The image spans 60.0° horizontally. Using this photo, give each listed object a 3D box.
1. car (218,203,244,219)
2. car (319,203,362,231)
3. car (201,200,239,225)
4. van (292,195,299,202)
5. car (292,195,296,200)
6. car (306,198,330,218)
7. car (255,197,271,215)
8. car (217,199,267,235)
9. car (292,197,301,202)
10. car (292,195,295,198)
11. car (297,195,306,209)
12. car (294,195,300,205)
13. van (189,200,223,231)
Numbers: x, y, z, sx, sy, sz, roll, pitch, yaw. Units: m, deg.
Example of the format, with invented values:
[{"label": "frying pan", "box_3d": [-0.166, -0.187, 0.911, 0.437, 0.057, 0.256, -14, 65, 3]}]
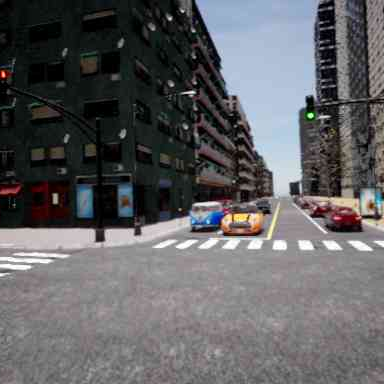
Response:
[{"label": "car", "box_3d": [3.909, 1.867, 33.052, 1.887, 1.381, 4.507, -1, -1, 15]}, {"label": "car", "box_3d": [9.104, 1.575, 20.191, 1.802, 1.307, 4.206, -1, -1, 15]}, {"label": "car", "box_3d": [2.458, 1.610, 27.719, 2.192, 1.841, 5.009, -1, -1, 15]}, {"label": "van", "box_3d": [27.886, 1.729, 89.553, 1.690, 1.788, 3.998, -2, -1, 15]}, {"label": "car", "box_3d": [22.110, 1.840, 68.209, 1.802, 1.307, 4.206, -2, -1, 15]}, {"label": "car", "box_3d": [11.991, 1.489, 30.864, 1.967, 1.590, 4.097, -2, -1, 15]}, {"label": "car", "box_3d": [8.102, 1.748, 38.286, 1.882, 1.535, 5.008, -2, -1, 15]}, {"label": "car", "box_3d": [3.107, 1.518, 19.859, 2.097, 1.767, 4.553, -2, -1, 15]}, {"label": "car", "box_3d": [26.446, 1.936, 84.215, 1.802, 1.307, 4.206, -2, -1, 15]}, {"label": "car", "box_3d": [23.549, 1.605, 73.547, 2.192, 1.841, 5.009, -2, -1, 15]}, {"label": "car", "box_3d": [16.326, 1.575, 46.869, 1.967, 1.590, 4.097, -2, -1, 15]}, {"label": "car", "box_3d": [19.219, 1.747, 57.539, 2.008, 1.369, 4.403, -2, -1, 15]}, {"label": "van", "box_3d": [1.013, 1.608, 22.383, 1.690, 1.788, 3.998, -1, -1, 15]}]
